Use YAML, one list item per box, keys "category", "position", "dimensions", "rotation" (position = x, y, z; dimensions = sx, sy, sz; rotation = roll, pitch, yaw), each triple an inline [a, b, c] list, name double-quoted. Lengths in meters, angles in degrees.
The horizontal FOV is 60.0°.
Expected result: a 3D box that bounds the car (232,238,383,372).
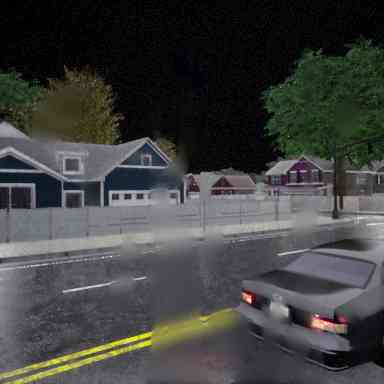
- category: "car"
  position: [3.143, 1.539, 5.709]
  dimensions: [5.357, 1.411, 2.033]
  rotation: [0, 0, -36]
